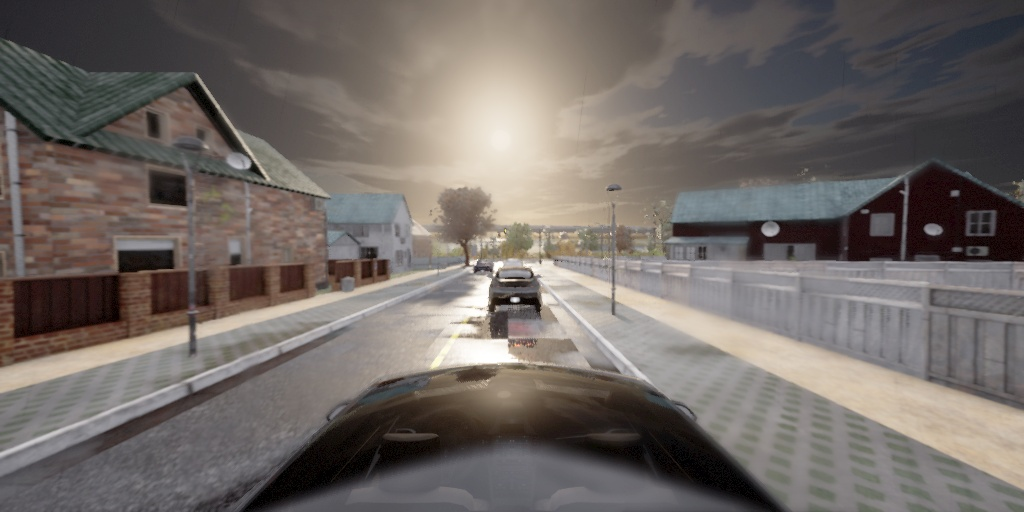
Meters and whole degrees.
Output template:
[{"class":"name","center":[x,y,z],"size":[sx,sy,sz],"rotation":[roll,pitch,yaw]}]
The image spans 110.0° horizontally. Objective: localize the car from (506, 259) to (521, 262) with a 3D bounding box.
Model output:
[{"class":"car","center":[0.103,0.973,32.853],"size":[1.812,1.442,4.674],"rotation":[0,0,0]}]

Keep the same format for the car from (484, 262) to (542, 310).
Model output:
[{"class":"car","center":[0.101,1.133,13.888],"size":[1.837,1.490,4.892],"rotation":[0,1,0]}]

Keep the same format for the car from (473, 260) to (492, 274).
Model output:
[{"class":"car","center":[-2.747,1.066,35.594],"size":[1.895,1.301,4.718],"rotation":[0,1,0]}]
